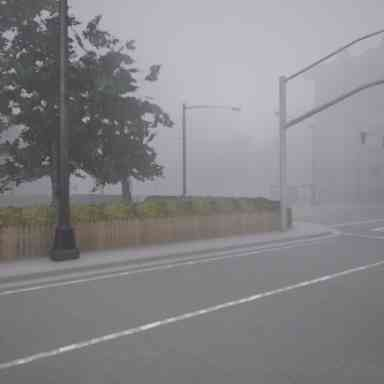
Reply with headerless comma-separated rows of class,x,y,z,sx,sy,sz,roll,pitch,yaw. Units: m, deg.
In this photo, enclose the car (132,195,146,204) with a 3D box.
car,-8.212,1.226,54.821,2.097,1.767,4.553,-1,0,-35
